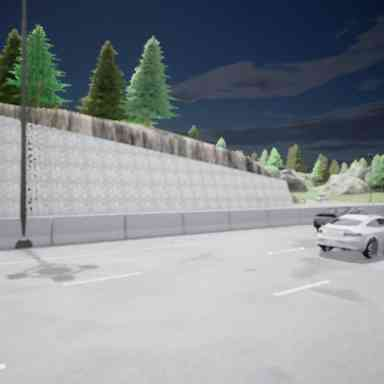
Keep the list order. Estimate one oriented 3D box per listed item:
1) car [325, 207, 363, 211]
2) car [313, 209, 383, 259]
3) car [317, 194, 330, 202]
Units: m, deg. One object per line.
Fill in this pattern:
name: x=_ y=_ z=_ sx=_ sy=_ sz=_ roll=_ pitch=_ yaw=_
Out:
car: x=8.827 y=1.568 z=18.641 sx=4.902 sy=1.511 sz=2.128 roll=0 pitch=0 yaw=-35
car: x=6.687 y=1.580 z=12.820 sx=4.674 sy=1.442 sz=1.812 roll=1 pitch=0 yaw=-35
car: x=33.298 y=1.547 z=84.353 sx=2.150 sy=2.045 sz=5.566 roll=0 pitch=0 yaw=7
